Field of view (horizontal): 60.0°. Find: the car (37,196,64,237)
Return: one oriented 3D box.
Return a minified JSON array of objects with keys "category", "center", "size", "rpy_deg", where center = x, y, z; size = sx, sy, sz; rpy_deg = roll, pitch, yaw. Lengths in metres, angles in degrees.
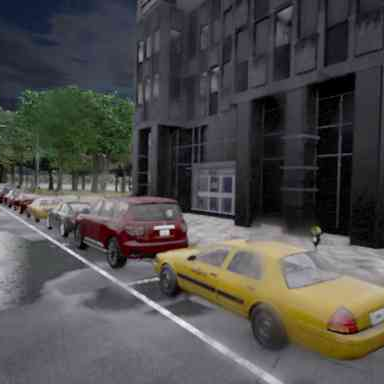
[{"category":"car","center":[-5.204,1.088,14.710],"size":[2.008,1.369,4.403],"rpy_deg":[0,2,-35]}]

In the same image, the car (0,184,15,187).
[{"category":"car","center":[-17.746,0.160,32.458],"size":[2.192,1.841,5.009],"rpy_deg":[0,2,-35]}]

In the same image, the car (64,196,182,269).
[{"category":"car","center":[-2.063,1.026,10.266],"size":[2.192,1.841,5.009],"rpy_deg":[0,2,-35]}]

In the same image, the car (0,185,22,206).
[{"category":"car","center":[-14.612,0.457,28.022],"size":[1.967,1.590,4.097],"rpy_deg":[0,2,-35]}]

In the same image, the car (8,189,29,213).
[{"category":"car","center":[-11.478,0.735,23.587],"size":[1.887,1.381,4.507],"rpy_deg":[0,2,-35]}]

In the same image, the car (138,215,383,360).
[{"category":"car","center":[0.971,1.405,5.971],"size":[1.752,1.417,4.829],"rpy_deg":[0,2,-35]}]

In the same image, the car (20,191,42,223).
[{"category":"car","center":[-8.439,0.883,19.286],"size":[1.752,1.417,4.829],"rpy_deg":[0,2,-35]}]
